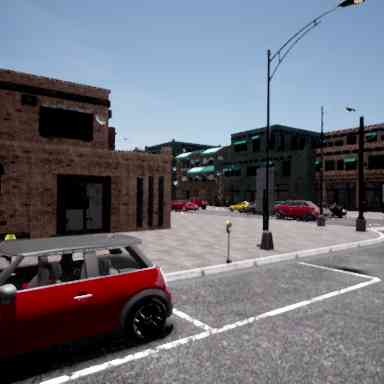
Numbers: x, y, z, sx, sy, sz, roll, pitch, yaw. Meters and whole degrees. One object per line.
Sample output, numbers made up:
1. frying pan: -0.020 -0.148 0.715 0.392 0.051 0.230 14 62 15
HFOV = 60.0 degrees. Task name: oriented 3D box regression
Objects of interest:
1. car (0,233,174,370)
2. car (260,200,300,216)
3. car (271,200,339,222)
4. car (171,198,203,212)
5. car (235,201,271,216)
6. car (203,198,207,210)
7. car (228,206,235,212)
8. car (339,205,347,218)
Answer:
1. car: -2.383 1.440 4.844 4.097 1.590 1.967 0 1 -35
2. car: 9.803 1.723 37.239 1.967 1.590 4.097 0 -1 -35
3. car: 9.333 1.477 27.798 2.097 1.767 4.553 1 -1 -35
4. car: -1.175 1.777 42.911 1.882 1.535 5.008 1 -1 -35
5. car: 7.508 1.794 36.037 2.033 1.411 5.357 1 -1 -35
6. car: 0.307 1.757 50.910 2.192 1.841 5.009 0 -1 -35
7. car: 6.540 1.863 41.934 1.752 1.417 4.829 0 -1 -35
8. car: 12.967 1.796 32.681 1.947 1.339 4.313 0 -1 -35
